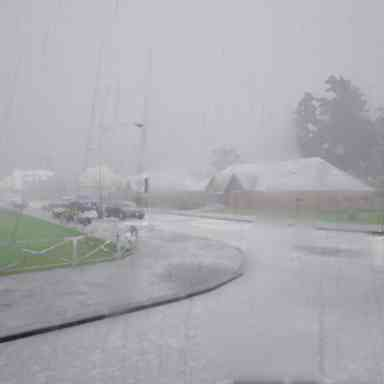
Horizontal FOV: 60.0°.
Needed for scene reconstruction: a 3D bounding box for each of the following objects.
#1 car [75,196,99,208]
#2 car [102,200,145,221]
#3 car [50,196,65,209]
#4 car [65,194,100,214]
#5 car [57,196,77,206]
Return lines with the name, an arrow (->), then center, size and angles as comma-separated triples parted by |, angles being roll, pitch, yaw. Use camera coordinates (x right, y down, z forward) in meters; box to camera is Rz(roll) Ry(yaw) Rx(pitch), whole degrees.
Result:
car -> -15.224, 1.445, 47.974 | 1.882, 1.535, 5.008 | 0, 0, -35
car -> -5.586, 1.481, 27.335 | 1.837, 1.490, 4.892 | 0, 0, -36
car -> -17.200, 1.540, 43.664 | 1.994, 1.385, 4.181 | 0, 0, -35
car -> -11.323, 1.197, 35.371 | 2.150, 2.045, 5.566 | 0, 0, -36
car -> -21.155, 1.445, 56.203 | 1.882, 1.535, 5.008 | 0, 0, -36
